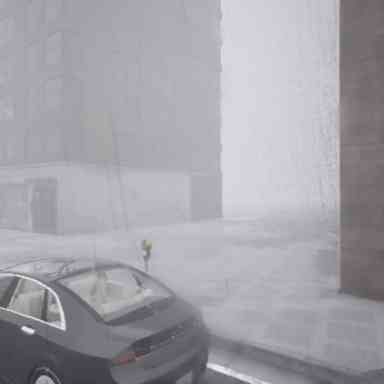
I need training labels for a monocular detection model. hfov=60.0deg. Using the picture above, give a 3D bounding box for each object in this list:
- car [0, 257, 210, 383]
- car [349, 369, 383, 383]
[{"bbox_3d":[-1.853,1.554,4.403,4.403,1.369,2.008,0,0,36],"label":"car"},{"bbox_3d":[2.644,1.565,1.195,4.313,1.339,1.947,0,0,35],"label":"car"}]
